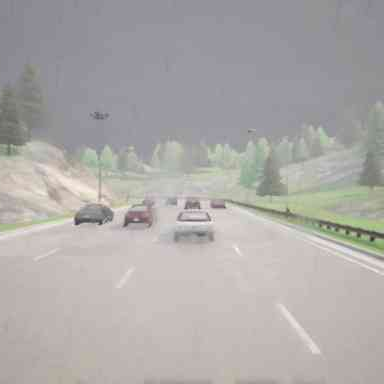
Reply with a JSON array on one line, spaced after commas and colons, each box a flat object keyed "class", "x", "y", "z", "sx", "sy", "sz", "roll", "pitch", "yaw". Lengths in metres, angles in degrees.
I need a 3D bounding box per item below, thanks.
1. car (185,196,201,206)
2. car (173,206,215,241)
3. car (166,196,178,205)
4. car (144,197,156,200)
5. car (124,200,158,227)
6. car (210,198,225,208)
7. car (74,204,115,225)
[{"class": "car", "x": 0.105, "y": 1.352, "z": 45.006, "sx": 2.097, "sy": 1.767, "sz": 4.553, "roll": 0, "pitch": 0, "yaw": 0}, {"class": "car", "x": 0.100, "y": 1.601, "z": 16.797, "sx": 1.895, "sy": 1.301, "sz": 4.718, "roll": 0, "pitch": 0, "yaw": 0}, {"class": "car", "x": -3.391, "y": 1.491, "z": 56.889, "sx": 2.128, "sy": 1.511, "sz": 4.902, "roll": 0, "pitch": 0, "yaw": 0}, {"class": "car", "x": -6.892, "y": 1.564, "z": 54.102, "sx": 1.994, "sy": 1.385, "sz": 4.181, "roll": 0, "pitch": 0, "yaw": 0}, {"class": "car", "x": -3.397, "y": 1.526, "z": 22.548, "sx": 1.812, "sy": 1.442, "sz": 4.674, "roll": 0, "pitch": 0, "yaw": 0}, {"class": "car", "x": 3.607, "y": 1.563, "z": 47.200, "sx": 1.994, "sy": 1.385, "sz": 4.181, "roll": 0, "pitch": 0, "yaw": 0}, {"class": "car", "x": -6.897, "y": 1.565, "z": 23.850, "sx": 1.994, "sy": 1.385, "sz": 4.181, "roll": 0, "pitch": 0, "yaw": 0}]
